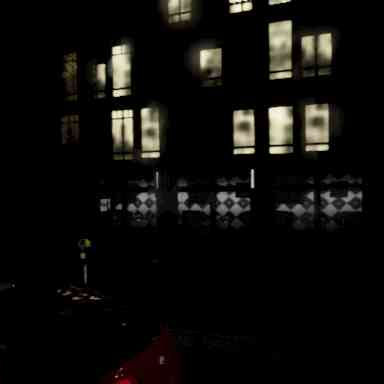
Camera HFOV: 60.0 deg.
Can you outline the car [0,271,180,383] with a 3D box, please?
[{"bbox_3d":[-2.203,1.532,3.386,4.206,1.307,1.802,0,1,17],"label":"car"}]
